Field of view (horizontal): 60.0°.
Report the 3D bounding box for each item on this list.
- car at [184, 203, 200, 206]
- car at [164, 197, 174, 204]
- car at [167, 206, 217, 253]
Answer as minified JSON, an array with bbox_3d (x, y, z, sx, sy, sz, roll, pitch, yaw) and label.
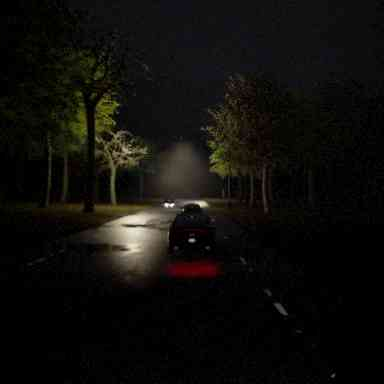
[{"bbox_3d":[0.003,1.755,29.308,1.837,1.490,4.892,0,0,0],"label":"car"},{"bbox_3d":[-4.991,1.790,72.429,2.128,1.511,4.902,0,0,-7],"label":"car"},{"bbox_3d":[0.005,1.607,14.474,1.882,1.535,5.008,0,0,0],"label":"car"}]
